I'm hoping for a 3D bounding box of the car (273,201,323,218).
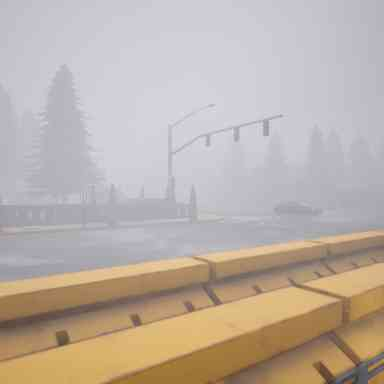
[{"bbox_3d":[9.705,1.525,30.829,1.812,1.442,4.674,0,0,-41],"label":"car"}]

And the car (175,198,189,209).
[{"bbox_3d":[-2.116,1.525,46.726,1.812,1.442,4.674,0,0,-35],"label":"car"}]
